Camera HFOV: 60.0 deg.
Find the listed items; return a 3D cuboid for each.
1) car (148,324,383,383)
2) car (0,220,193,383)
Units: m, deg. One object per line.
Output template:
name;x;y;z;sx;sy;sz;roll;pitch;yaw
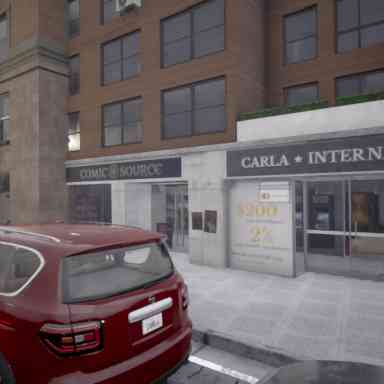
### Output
car;2.148;1.550;1.325;4.403;1.369;2.008;0;-1;35
car;-2.314;1.318;4.509;5.009;1.841;2.192;0;-1;35
